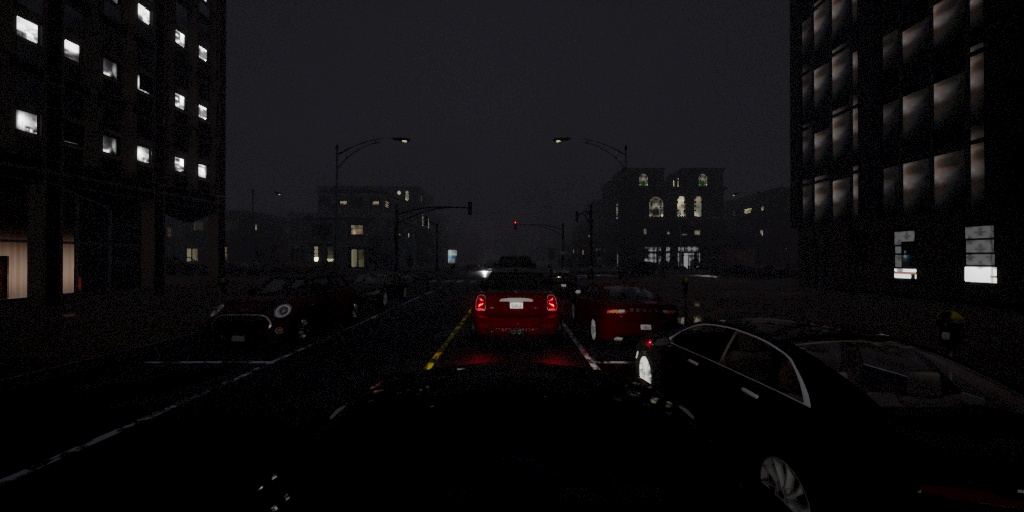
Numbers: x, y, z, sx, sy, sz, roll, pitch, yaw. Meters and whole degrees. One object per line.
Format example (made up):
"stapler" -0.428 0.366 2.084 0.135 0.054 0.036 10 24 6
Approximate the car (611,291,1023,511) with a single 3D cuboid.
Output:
"car" 2.689 1.301 3.737 2.007 1.370 4.403 0 0 0

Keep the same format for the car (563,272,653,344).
"car" 2.687 1.295 9.429 1.888 1.381 4.507 0 0 0

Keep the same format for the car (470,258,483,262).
"car" -5.709 1.336 53.213 1.802 1.307 4.207 0 0 0

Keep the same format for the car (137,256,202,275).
"car" -30.964 0.916 33.289 5.009 1.841 2.192 0 0 1

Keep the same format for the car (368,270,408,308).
"car" -5.696 1.301 15.135 2.007 1.370 4.403 0 0 0

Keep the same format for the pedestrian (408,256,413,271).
"pedestrian" -12.568 0.882 44.345 0.375 1.860 0.375 0 -1 1

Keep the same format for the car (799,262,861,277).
"car" 33.714 1.436 38.103 4.892 1.490 1.837 0 0 1

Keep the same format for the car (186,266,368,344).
"car" -5.693 1.190 9.443 1.967 1.591 4.097 0 0 0

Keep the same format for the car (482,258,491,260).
"car" -3.092 1.354 52.070 1.895 1.301 4.718 0 0 -1

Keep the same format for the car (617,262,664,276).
"car" 13.772 1.337 38.403 4.892 1.490 1.837 0 0 1

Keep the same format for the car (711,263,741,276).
"car" 23.618 1.445 38.256 4.181 1.385 1.994 0 0 2

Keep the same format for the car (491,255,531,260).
"car" 0.113 0.972 20.128 2.150 2.045 5.566 0 0 -1

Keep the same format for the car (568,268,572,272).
"car" 2.683 1.301 20.813 2.007 1.370 4.403 0 0 0

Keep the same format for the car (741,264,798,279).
"car" 23.631 1.432 32.434 4.207 1.307 1.802 0 0 1

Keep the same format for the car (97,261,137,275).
"car" -36.500 1.129 33.372 4.403 1.370 2.007 0 0 1

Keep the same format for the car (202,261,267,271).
"car" -25.427 1.175 33.206 4.403 1.370 2.007 0 0 1

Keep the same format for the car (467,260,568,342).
"car" 0.096 1.102 9.974 2.097 1.767 4.553 0 0 0

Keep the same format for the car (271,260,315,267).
"car" -25.469 1.195 41.588 4.829 1.417 1.751 0 0 1
